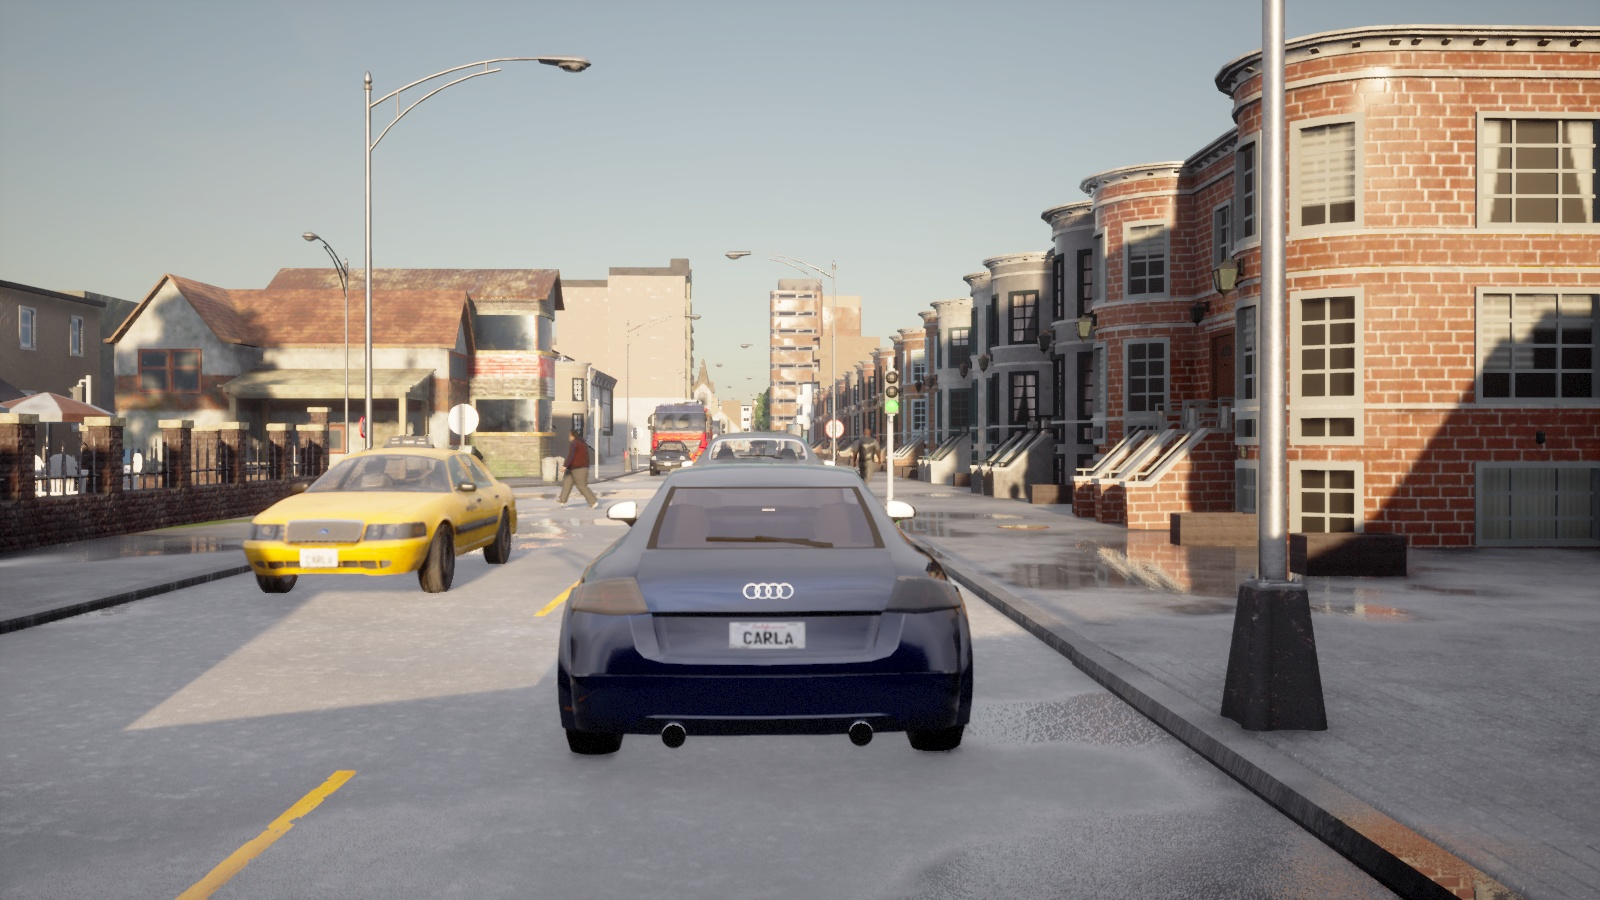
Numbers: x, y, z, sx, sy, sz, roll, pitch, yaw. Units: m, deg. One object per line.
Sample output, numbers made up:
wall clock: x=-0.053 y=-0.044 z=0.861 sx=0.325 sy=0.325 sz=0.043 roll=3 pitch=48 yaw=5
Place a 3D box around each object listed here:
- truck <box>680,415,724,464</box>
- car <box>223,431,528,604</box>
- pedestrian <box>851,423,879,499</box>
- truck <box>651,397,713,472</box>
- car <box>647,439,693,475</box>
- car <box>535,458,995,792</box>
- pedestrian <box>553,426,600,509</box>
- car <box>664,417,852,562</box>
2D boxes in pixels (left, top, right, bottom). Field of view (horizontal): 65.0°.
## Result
truck: x=-7.142 y=-0.765 z=92.701 sx=2.891 sy=3.462 sz=7.936 roll=0 pitch=0 yaw=-2
car: x=-4.464 y=0.602 z=14.183 sx=1.801 sy=1.575 sz=5.366 roll=0 pitch=0 yaw=-2
pedestrian: x=1.655 y=0.278 z=31.738 sx=0.563 sy=1.883 sz=0.849 roll=0 pitch=0 yaw=13
truck: x=-6.322 y=-0.810 z=68.437 sx=2.891 sy=3.827 sz=8.468 roll=0 pitch=0 yaw=-2
car: x=-5.971 y=0.312 z=58.107 sx=1.851 sy=1.617 sz=3.988 roll=0 pitch=0 yaw=-2
car: x=-0.226 y=0.768 z=7.535 sx=1.994 sy=1.385 sz=4.181 roll=0 pitch=0 yaw=-2
pedestrian: x=-4.997 y=0.382 z=28.051 sx=0.899 sy=1.844 sz=0.634 roll=0 pitch=0 yaw=5
car: x=-0.556 y=0.430 z=16.865 sx=2.152 sy=1.651 sz=5.027 roll=0 pitch=0 yaw=-2
